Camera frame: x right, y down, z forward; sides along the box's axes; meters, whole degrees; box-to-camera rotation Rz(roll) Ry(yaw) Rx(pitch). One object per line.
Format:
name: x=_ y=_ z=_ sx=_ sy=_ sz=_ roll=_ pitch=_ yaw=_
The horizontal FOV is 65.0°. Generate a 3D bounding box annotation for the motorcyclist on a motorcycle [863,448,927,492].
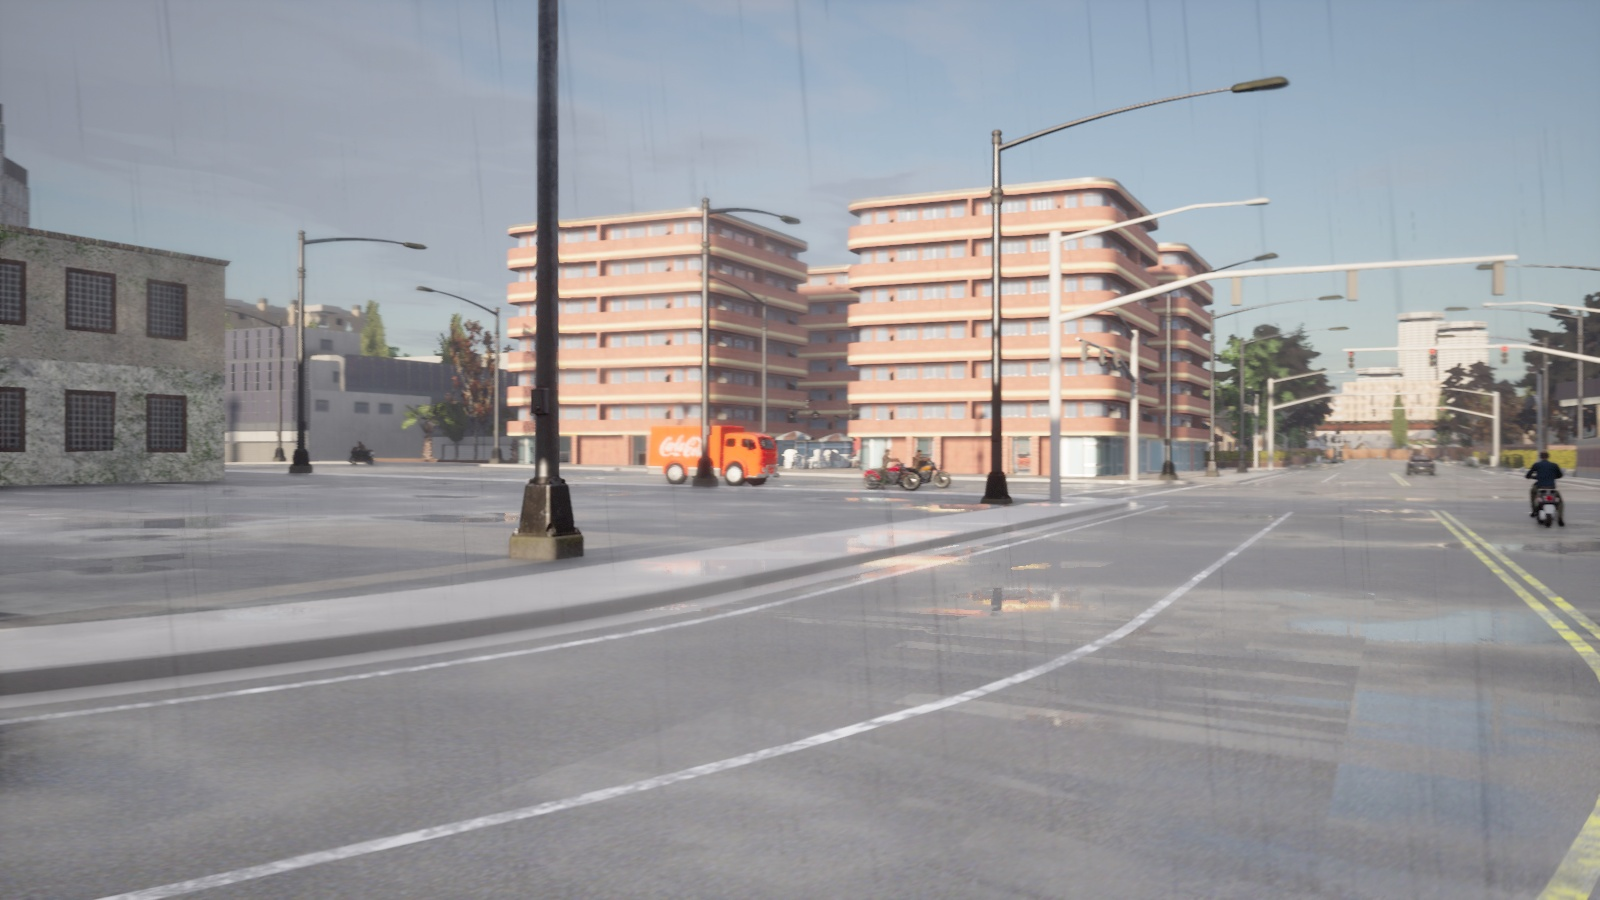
motorcyclist on a motorcycle: x=3.665 y=0.751 z=48.492 sx=2.350 sy=1.649 sz=0.766 roll=1 pitch=0 yaw=26

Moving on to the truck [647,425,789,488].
truck: x=-3.391 y=0.239 z=51.904 sx=5.204 sy=2.467 sz=2.627 roll=1 pitch=0 yaw=26

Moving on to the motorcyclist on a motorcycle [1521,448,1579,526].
motorcyclist on a motorcycle: x=15.822 y=0.752 z=26.538 sx=0.866 sy=1.590 sz=1.817 roll=0 pitch=0 yaw=25

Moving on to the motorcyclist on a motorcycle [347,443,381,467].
motorcyclist on a motorcycle: x=-27.458 y=0.322 z=79.075 sx=2.044 sy=1.523 sz=0.797 roll=0 pitch=0 yaw=26

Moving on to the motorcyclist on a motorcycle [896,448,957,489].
motorcyclist on a motorcycle: x=5.208 y=0.755 z=51.634 sx=2.350 sy=1.649 sz=0.766 roll=0 pitch=0 yaw=26
